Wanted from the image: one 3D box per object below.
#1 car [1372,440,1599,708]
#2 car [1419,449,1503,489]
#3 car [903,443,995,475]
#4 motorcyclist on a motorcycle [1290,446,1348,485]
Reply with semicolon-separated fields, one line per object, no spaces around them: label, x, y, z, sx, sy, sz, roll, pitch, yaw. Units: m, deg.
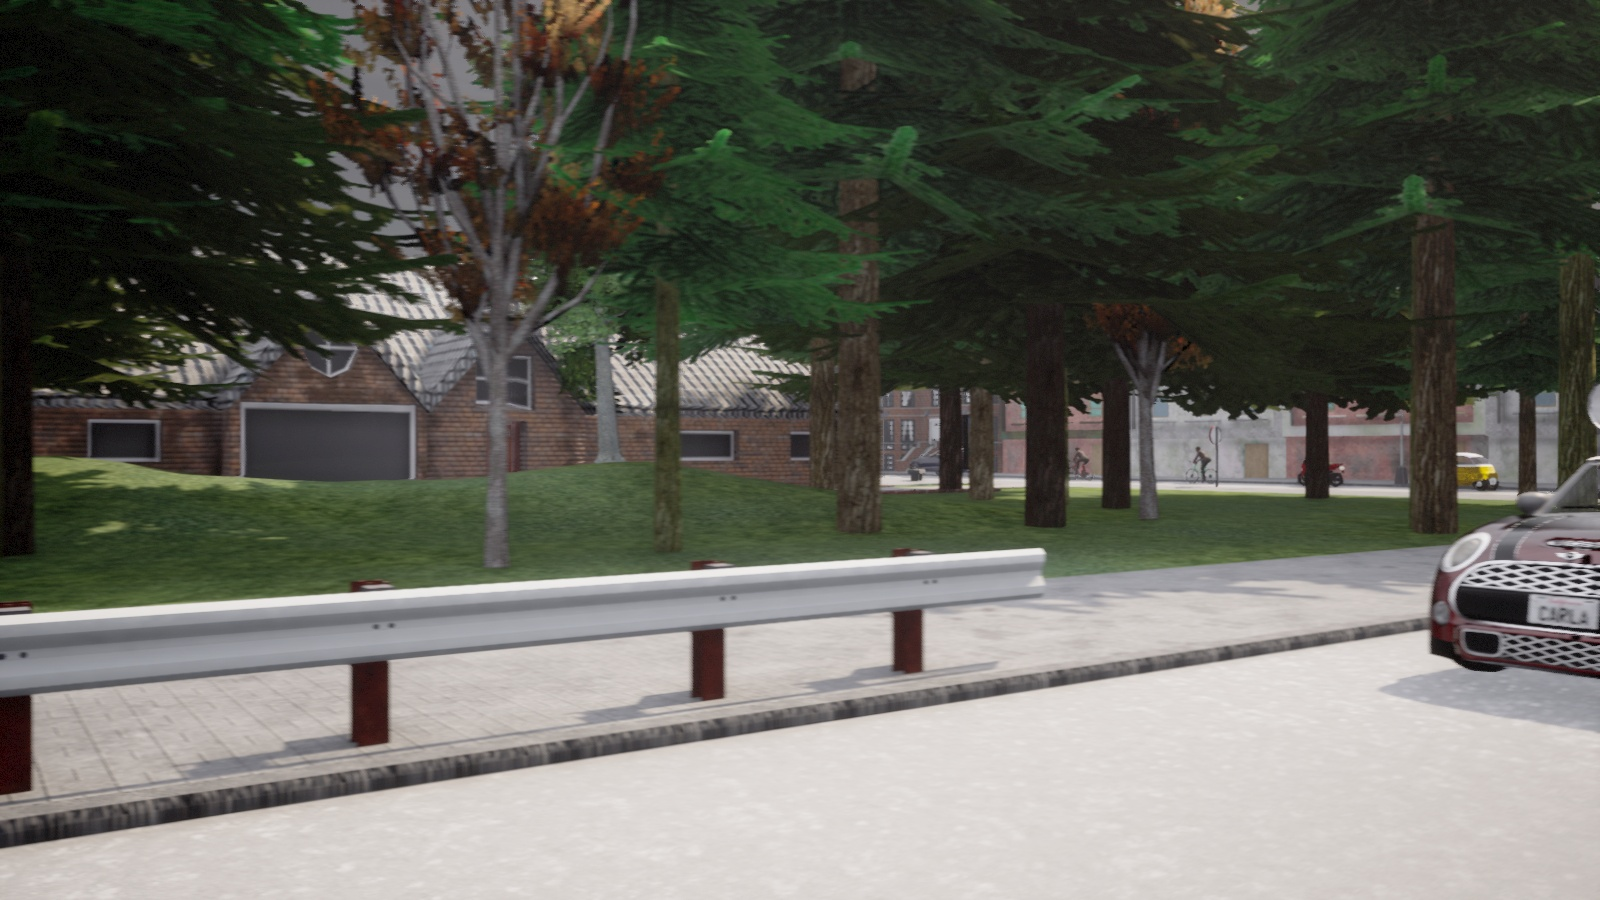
car;5.781;0.677;8.293;3.806;1.475;1.970;0;0;-35
car;23.734;0.662;45.111;1.481;1.376;2.207;0;0;-34
car;8.023;0.473;67.967;2.152;1.651;5.027;0;0;-35
motorcyclist on a motorcycle;20.548;0.607;49.751;0.797;1.523;2.044;0;1;-35
